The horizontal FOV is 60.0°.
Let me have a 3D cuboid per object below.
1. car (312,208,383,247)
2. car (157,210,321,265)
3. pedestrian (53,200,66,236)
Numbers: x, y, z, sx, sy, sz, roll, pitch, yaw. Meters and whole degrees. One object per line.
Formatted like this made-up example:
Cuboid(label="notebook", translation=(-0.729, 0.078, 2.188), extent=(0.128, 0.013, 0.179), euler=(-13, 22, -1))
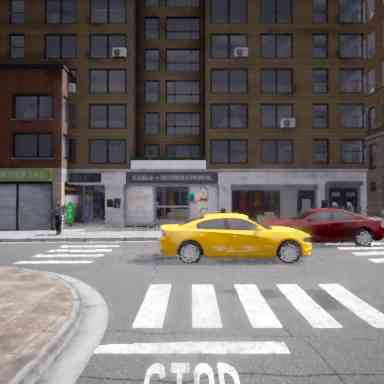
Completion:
Cuboid(label="car", translation=(5.351, 1.450, 14.057), extent=(5.008, 1.535, 1.882), euler=(-1, -1, 0))
Cuboid(label="car", translation=(1.369, 1.457, 11.106), extent=(5.008, 1.535, 1.882), euler=(0, 0, 0))
Cuboid(label="pedestrian", translation=(-6.830, 1.287, 17.017), extent=(0.375, 1.860, 0.375), euler=(0, 0, 0))
